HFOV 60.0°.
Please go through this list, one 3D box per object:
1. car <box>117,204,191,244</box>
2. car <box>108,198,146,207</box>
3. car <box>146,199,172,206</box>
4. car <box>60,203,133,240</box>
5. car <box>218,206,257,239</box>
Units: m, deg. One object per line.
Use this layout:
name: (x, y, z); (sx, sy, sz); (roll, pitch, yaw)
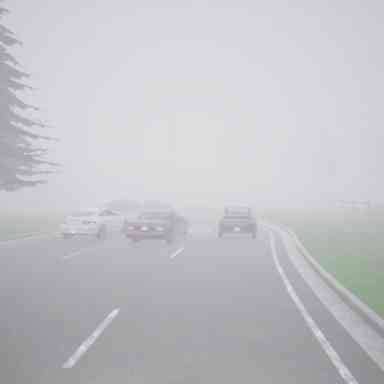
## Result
car: (-1.435, 1.527, 15.903); (2.033, 1.411, 5.357); (0, 0, 11)
car: (-7.366, 1.440, 34.137); (4.892, 1.490, 1.837); (0, -2, 37)
car: (-3.997, 1.476, 35.865); (4.674, 1.442, 1.812); (0, 0, 42)
car: (-4.784, 1.488, 16.732); (1.812, 1.442, 4.674); (0, 0, 10)
car: (2.393, 1.490, 17.578); (2.128, 1.511, 4.902); (0, 0, 8)
